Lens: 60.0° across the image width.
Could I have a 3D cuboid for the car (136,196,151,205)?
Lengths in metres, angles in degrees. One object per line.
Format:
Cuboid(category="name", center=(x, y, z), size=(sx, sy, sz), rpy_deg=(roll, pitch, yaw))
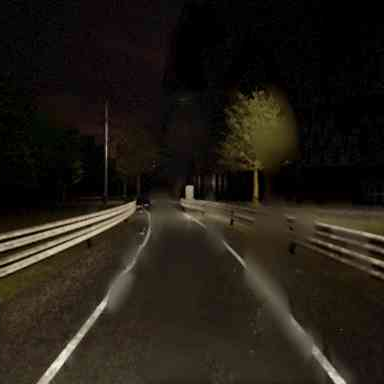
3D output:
Cuboid(category="car", center=(-8.373, 1.402, 56.700), size=(1.882, 1.535, 5.008), rpy_deg=(0, 0, -20))
